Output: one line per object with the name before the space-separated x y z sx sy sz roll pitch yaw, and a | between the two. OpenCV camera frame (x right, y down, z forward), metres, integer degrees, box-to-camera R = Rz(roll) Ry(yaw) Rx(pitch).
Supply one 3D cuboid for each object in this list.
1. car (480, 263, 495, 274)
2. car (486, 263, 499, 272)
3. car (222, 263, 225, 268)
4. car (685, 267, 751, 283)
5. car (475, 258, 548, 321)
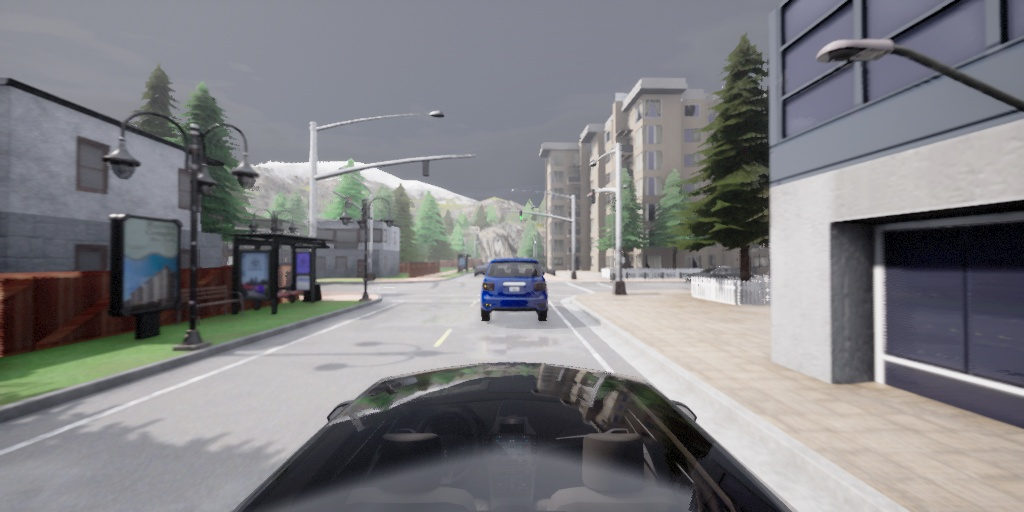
car | -3.587 1.853 54.111 1.882 1.535 5.008 0 -1 0
car | -3.536 2.050 64.762 2.033 1.411 5.357 0 -1 0
car | -19.609 1.204 22.704 5.566 2.045 2.150 0 -1 -8
car | 16.504 1.592 28.769 4.892 1.490 1.837 0 -1 -2
car | 0.063 1.109 13.253 2.150 2.045 5.566 0 -1 0
